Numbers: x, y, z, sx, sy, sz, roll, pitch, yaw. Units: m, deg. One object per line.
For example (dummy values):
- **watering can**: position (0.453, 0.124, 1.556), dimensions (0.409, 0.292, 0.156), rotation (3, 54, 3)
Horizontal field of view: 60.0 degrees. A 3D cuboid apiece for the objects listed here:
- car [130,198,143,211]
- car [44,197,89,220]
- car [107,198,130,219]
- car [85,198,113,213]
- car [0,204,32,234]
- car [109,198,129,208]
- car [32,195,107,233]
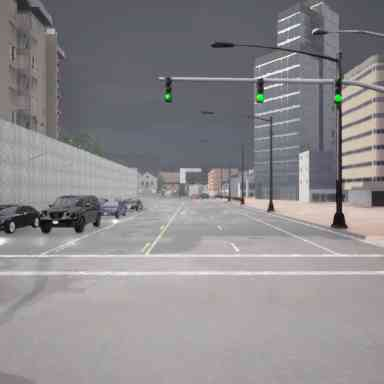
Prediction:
- **car**: position (-7.116, 1.491, 40.051), dimensions (2.128, 1.511, 4.902), rotation (0, 0, 0)
- **car**: position (-10.618, 1.352, 28.503), dimensions (2.097, 1.767, 4.553), rotation (0, 0, 0)
- **car**: position (-7.117, 1.525, 29.708), dimensions (1.812, 1.442, 4.674), rotation (0, 0, 0)
- **car**: position (-10.618, 1.504, 38.321), dimensions (1.837, 1.490, 4.892), rotation (0, 0, 0)
- **car**: position (-10.612, 1.504, 19.435), dimensions (1.837, 1.490, 4.892), rotation (0, 0, 0)
- **car**: position (-10.586, 1.600, 48.381), dimensions (1.895, 1.301, 4.718), rotation (0, 0, 0)
- **car**: position (-7.109, 1.221, 20.068), dimensions (2.150, 2.045, 5.566), rotation (0, 0, 0)
